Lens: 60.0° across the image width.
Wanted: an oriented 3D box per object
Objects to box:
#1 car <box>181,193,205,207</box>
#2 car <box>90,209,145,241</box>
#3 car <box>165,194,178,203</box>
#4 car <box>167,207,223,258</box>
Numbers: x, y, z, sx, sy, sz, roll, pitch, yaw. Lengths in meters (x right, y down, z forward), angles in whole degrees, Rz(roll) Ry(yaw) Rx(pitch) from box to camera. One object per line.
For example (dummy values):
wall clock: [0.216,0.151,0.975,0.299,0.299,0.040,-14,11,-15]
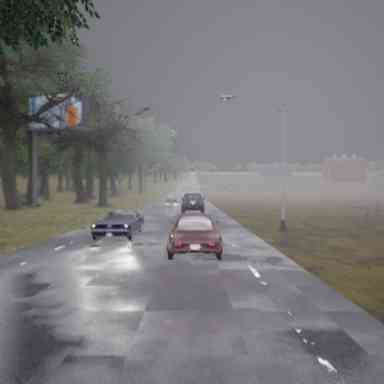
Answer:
car: [0.086,1.092,32.527,2.150,2.045,5.566,0,0,0]
car: [-3.606,1.556,16.737,1.895,1.301,4.718,0,0,0]
car: [-3.575,1.159,58.041,1.812,1.442,4.674,0,1,0]
car: [0.093,1.497,12.436,1.812,1.442,4.674,0,0,0]
